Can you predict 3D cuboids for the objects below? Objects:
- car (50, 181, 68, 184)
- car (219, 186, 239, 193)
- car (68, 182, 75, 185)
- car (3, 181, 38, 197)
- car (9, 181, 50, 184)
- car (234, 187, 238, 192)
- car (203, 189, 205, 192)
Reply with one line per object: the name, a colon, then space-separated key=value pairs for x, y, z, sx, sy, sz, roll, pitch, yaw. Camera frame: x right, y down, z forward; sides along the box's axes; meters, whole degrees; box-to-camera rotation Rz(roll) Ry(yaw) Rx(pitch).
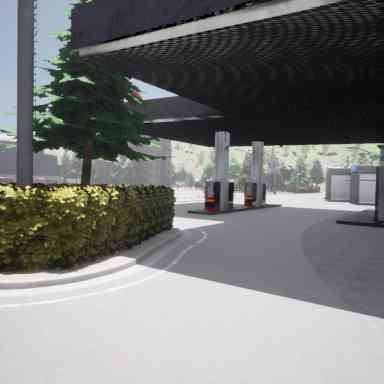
car: x=-26.947 y=-1.261 z=65.396 sx=3.866 sy=1.878 sz=1.905 roll=2 pitch=2 yaw=35
car: x=9.617 y=-0.674 z=87.536 sx=4.892 sy=1.490 sz=1.837 roll=2 pitch=2 yaw=34
car: x=-25.616 y=-1.287 z=68.011 sx=4.605 sy=1.855 sz=1.932 roll=2 pitch=2 yaw=35
car: x=-21.876 y=-0.468 z=42.380 sx=4.605 sy=1.855 sz=1.932 roll=2 pitch=2 yaw=35
car: x=-17.326 y=-0.181 z=35.174 sx=3.866 sy=1.878 sz=1.905 roll=2 pitch=2 yaw=35
car: x=6.475 y=-0.347 z=68.218 sx=4.514 sy=1.523 sz=2.007 roll=2 pitch=2 yaw=35
car: x=4.716 y=-0.320 z=65.620 sx=5.027 sy=1.636 sz=2.152 roll=2 pitch=2 yaw=35
